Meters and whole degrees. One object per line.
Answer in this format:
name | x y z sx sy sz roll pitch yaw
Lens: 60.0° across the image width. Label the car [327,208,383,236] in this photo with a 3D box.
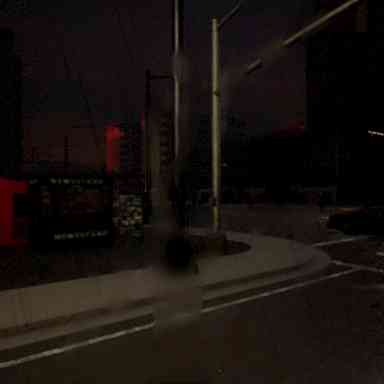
car | 9.256 1.495 15.878 2.033 1.411 5.357 0 0 -36
